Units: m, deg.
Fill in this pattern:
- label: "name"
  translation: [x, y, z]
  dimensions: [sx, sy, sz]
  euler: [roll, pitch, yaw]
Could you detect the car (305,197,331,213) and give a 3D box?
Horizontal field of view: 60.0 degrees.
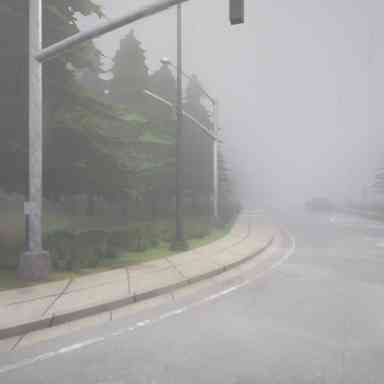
- label: "car"
  translation: [14.065, 1.352, 37.365]
  dimensions: [2.097, 1.767, 4.553]
  euler: [0, 0, 9]
